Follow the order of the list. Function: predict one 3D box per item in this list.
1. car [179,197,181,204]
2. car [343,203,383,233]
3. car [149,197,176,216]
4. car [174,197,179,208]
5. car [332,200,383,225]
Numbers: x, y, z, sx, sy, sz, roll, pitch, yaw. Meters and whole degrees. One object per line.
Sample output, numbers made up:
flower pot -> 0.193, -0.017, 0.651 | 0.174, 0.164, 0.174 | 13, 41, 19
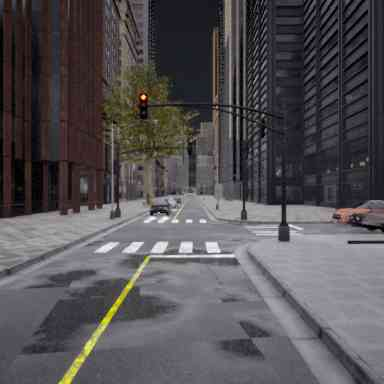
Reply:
car -> -3.005, 1.605, 63.686 | 2.033, 1.411, 5.357 | 0, 0, 1
car -> 11.534, 1.491, 18.108 | 5.357, 1.411, 2.033 | 0, 0, 0
car -> -3.084, 1.553, 33.513 | 2.033, 1.411, 5.357 | 0, 0, 0
car -> -3.069, 1.541, 45.408 | 1.812, 1.442, 4.674 | 0, 0, 0
car -> 11.393, 1.310, 21.208 | 4.553, 1.767, 2.097 | 0, 0, 0
